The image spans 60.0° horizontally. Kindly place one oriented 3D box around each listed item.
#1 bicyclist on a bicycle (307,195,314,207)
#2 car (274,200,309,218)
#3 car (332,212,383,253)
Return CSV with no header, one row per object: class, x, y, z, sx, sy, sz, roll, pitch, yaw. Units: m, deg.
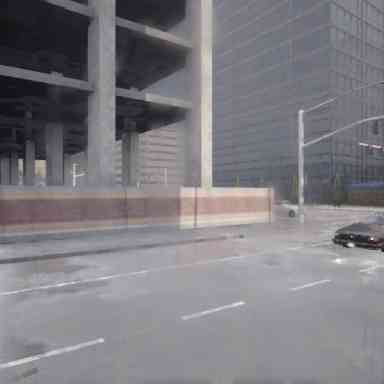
bicyclist on a bicycle,16.506,1.301,46.158,1.656,1.620,0.582,0,0,-36
car,8.518,1.526,30.800,1.812,1.442,4.674,0,0,-36
car,8.116,1.547,13.477,5.357,1.411,2.033,0,0,-30
